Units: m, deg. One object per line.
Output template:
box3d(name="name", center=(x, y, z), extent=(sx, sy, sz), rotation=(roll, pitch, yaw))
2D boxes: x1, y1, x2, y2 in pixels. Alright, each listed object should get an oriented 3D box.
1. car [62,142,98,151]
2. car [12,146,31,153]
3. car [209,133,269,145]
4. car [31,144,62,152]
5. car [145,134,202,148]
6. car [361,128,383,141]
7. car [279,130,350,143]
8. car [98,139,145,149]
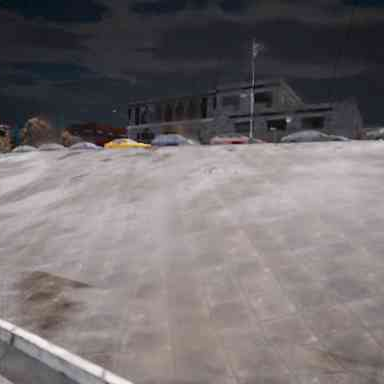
box3d(name="car", center=(-10.807, -4.417, 34.419), extent=(4.674, 1.452, 2.002), rotation=(3, 2, 33))
box3d(name="car", center=(-20.015, -4.860, 40.544), extent=(4.892, 1.521, 2.231), rotation=(2, 1, 34))
box3d(name="car", center=(3.644, -3.774, 25.880), extent=(4.792, 1.488, 2.163), rotation=(3, 1, 29))
box3d(name="car", center=(-15.451, -4.668, 37.445), extent=(4.892, 1.521, 2.231), rotation=(2, 1, 34))
box3d(name="car", center=(-1.343, -4.151, 28.676), extent=(4.553, 1.767, 2.185), rotation=(3, 2, 31))
box3d(name="car", center=(13.335, -3.377, 20.818), extent=(4.892, 1.521, 2.231), rotation=(2, 1, 27))
box3d(name="car", center=(8.505, -3.550, 23.275), extent=(4.674, 1.452, 2.002), rotation=(3, 1, 28))
box3d(name="car", center=(-6.097, -4.241, 31.492), extent=(5.008, 1.535, 2.097), rotation=(3, 2, 32))
